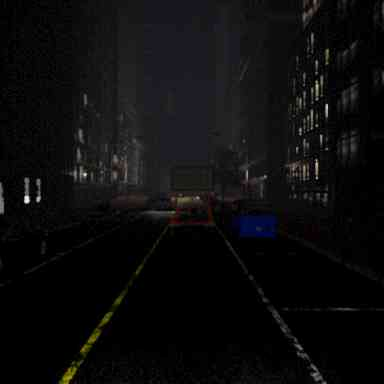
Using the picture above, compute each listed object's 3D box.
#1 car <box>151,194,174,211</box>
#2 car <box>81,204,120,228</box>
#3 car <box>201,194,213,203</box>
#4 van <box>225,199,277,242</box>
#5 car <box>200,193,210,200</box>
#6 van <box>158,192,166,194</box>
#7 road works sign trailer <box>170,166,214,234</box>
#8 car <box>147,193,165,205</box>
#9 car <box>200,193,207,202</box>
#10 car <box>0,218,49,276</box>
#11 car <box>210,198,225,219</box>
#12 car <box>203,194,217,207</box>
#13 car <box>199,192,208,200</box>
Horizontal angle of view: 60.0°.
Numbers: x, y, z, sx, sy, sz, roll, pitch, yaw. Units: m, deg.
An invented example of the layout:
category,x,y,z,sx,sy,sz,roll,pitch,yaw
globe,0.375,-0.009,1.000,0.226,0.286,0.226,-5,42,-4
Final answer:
category,x,y,z,sx,sy,sz,roll,pitch,yaw
car,-3.059,1.291,37.049,1.812,1.442,4.674,0,0,0
car,-5.670,1.449,21.049,1.802,1.307,4.206,0,0,0
car,2.750,1.154,60.884,2.008,1.369,4.403,0,0,0
van,2.705,1.244,15.345,1.690,1.788,3.998,0,0,0
car,2.762,0.955,72.268,1.967,1.590,4.097,0,0,0
van,-5.630,0.944,60.895,1.690,1.788,3.998,0,0,0
road works sign trailer,0.018,0.348,18.361,2.380,3.560,2.880,0,0,0
car,-5.642,1.236,49.512,2.008,1.369,4.403,0,0,0
car,2.745,1.196,55.192,2.008,1.369,4.403,0,0,0
car,-5.681,1.490,9.665,2.008,1.369,4.403,0,0,0
car,2.716,1.413,26.730,1.802,1.307,4.206,0,0,0
car,2.733,1.305,43.808,1.802,1.307,4.206,0,0,0
car,2.767,0.910,77.960,1.967,1.590,4.097,0,0,0
